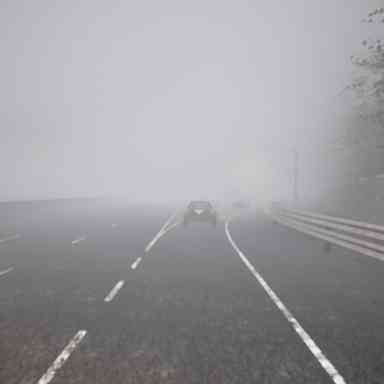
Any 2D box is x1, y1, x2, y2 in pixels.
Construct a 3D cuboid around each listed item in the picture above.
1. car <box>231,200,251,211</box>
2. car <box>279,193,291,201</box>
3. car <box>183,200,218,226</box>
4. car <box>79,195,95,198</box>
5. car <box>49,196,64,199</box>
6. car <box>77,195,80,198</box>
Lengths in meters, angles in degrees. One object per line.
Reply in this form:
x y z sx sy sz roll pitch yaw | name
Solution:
6.979 1.890 47.065 1.837 1.490 4.892 -1 -2 23 | car
22.850 1.763 82.727 2.128 1.511 4.902 0 3 20 | car
0.714 1.331 23.203 2.097 1.767 4.553 0 0 7 | car
-20.990 1.539 68.651 1.895 1.301 4.718 0 0 0 | car
-27.990 1.484 68.682 2.033 1.411 5.357 0 0 0 | car
-27.988 1.470 84.932 2.128 1.511 4.902 0 0 0 | car
